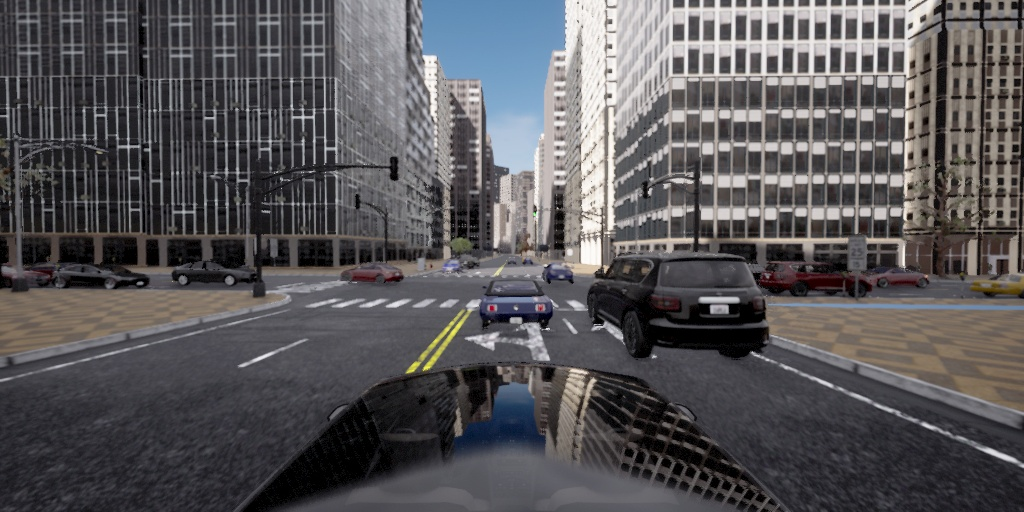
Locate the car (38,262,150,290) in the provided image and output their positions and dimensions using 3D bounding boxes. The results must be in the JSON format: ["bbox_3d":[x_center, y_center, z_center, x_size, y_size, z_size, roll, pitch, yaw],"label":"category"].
[{"bbox_3d":[-22.728,1.130,19.873,4.313,1.339,1.948,0,0,1],"label":"car"}]

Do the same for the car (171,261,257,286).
[{"bbox_3d":[-18.434,1.057,22.489,4.892,1.490,1.837,1,1,1],"label":"car"}]

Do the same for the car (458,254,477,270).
[{"bbox_3d":[-6.565,0.803,49.862,2.150,2.045,5.566,0,0,1],"label":"car"}]

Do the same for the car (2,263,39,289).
[{"bbox_3d":[-28.412,1.093,20.007,4.207,1.307,1.802,0,0,1],"label":"car"}]

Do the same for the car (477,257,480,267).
[{"bbox_3d":[-6.491,0.894,60.078,2.097,1.767,4.553,0,0,0],"label":"car"}]

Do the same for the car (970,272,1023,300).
[{"bbox_3d":[27.645,1.540,19.142,4.829,1.417,1.751,0,0,1],"label":"car"}]

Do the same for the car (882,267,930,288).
[{"bbox_3d":[26.112,1.457,24.942,4.181,1.385,1.994,1,1,1],"label":"car"}]

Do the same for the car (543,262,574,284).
[{"bbox_3d":[3.364,1.193,26.586,1.812,1.442,4.674,1,1,0],"label":"car"}]

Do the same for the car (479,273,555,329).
[{"bbox_3d":[0.006,1.320,11.186,1.895,1.301,4.718,0,0,-3],"label":"car"}]

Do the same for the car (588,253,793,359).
[{"bbox_3d":[3.356,0.950,8.502,2.150,2.045,5.566,0,0,0],"label":"car"}]

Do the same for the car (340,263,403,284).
[{"bbox_3d":[-9.664,1.150,24.780,4.181,1.385,1.994,1,1,17],"label":"car"}]

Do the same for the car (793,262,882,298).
[{"bbox_3d":[16.197,1.229,19.340,5.009,1.841,2.192,0,0,1],"label":"car"}]

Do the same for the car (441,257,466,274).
[{"bbox_3d":[-6.582,1.145,39.900,1.812,1.442,4.674,0,0,-2],"label":"car"}]
